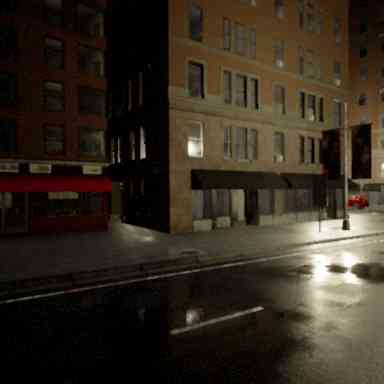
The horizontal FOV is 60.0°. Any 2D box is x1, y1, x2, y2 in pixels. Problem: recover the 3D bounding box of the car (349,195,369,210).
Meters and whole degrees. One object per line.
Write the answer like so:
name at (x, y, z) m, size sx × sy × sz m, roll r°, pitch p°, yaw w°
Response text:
car at (20.333, 1.328, 43.397) m, size 2.192 × 1.841 × 5.009 m, roll 0°, pitch 0°, yaw -44°
